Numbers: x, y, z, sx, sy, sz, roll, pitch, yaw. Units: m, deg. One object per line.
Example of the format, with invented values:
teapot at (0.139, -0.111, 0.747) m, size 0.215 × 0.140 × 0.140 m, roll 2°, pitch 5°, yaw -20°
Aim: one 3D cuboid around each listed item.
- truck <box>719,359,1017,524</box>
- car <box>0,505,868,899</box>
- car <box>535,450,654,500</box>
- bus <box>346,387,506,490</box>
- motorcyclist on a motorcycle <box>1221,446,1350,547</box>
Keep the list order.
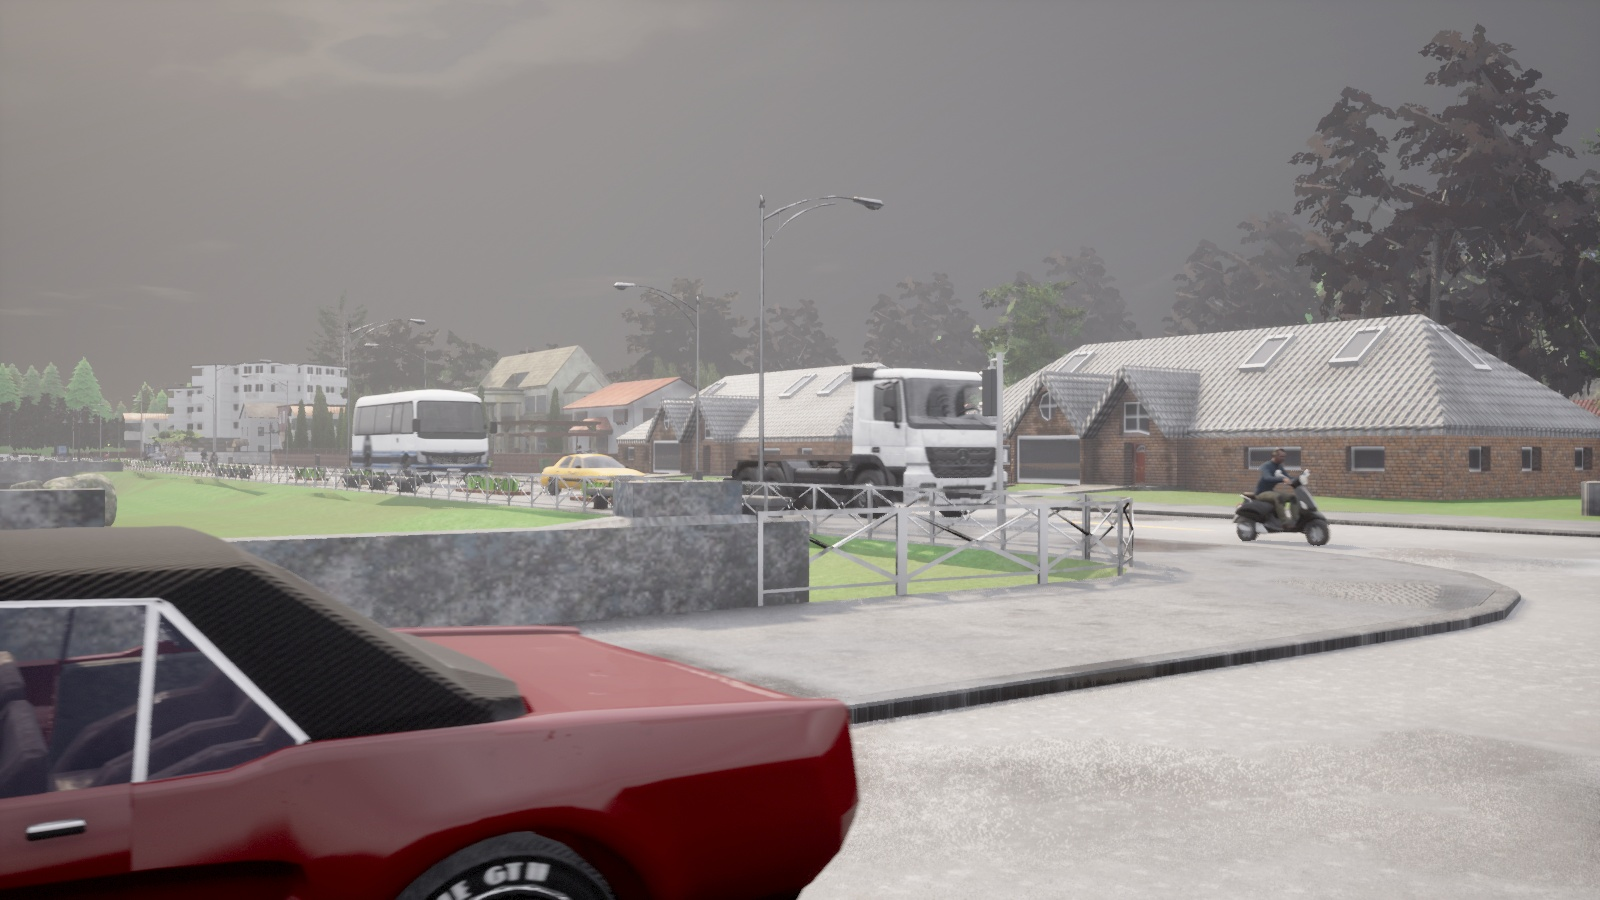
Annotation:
truck at (1.351, -0.166, 30.306) m, size 2.891 × 3.462 × 7.936 m, roll 0°, pitch 0°, yaw -35°
car at (-2.305, 0.857, 2.657) m, size 4.718 × 1.301 × 1.895 m, roll 0°, pitch 0°, yaw -35°
car at (-7.004, 0.802, 42.305) m, size 1.801 × 1.575 × 5.366 m, roll 0°, pitch 0°, yaw -35°
bus at (-17.130, -0.456, 56.846) m, size 3.944 × 4.253 × 10.273 m, roll 0°, pitch 0°, yaw -35°
motorcyclist on a motorcycle at (7.999, 0.732, 20.754) m, size 0.866 × 1.590 × 1.817 m, roll 0°, pitch 0°, yaw -35°
